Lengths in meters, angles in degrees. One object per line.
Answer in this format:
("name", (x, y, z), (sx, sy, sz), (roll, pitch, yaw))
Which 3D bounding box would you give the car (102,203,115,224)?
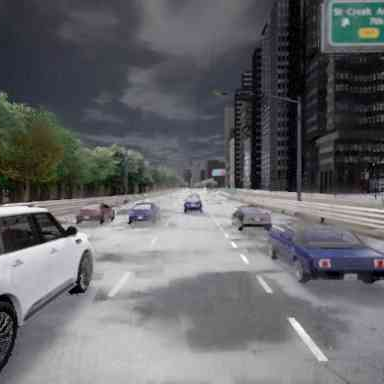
("car", (-6.844, 1.485, 23.921), (1.812, 1.442, 4.674), (0, 0, 0))

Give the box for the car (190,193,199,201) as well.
("car", (0.552, 1.094, 73.623), (1.882, 1.535, 5.008), (0, 0, 1))

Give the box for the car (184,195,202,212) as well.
("car", (0.138, 1.399, 37.488), (2.163, 1.488, 4.792), (0, 0, 0))

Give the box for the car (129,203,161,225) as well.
("car", (-3.345, 1.485, 23.895), (1.812, 1.442, 4.674), (0, 0, 0))

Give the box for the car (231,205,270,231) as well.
("car", (3.537, 1.518, 20.496), (2.033, 1.411, 5.357), (0, 0, 0))

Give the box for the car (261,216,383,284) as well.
("car", (3.506, 1.593, 9.555), (1.895, 1.301, 4.718), (0, 0, 0))

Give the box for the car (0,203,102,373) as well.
("car", (-3.398, 1.217, 5.570), (2.150, 2.045, 5.566), (0, 0, 0))
